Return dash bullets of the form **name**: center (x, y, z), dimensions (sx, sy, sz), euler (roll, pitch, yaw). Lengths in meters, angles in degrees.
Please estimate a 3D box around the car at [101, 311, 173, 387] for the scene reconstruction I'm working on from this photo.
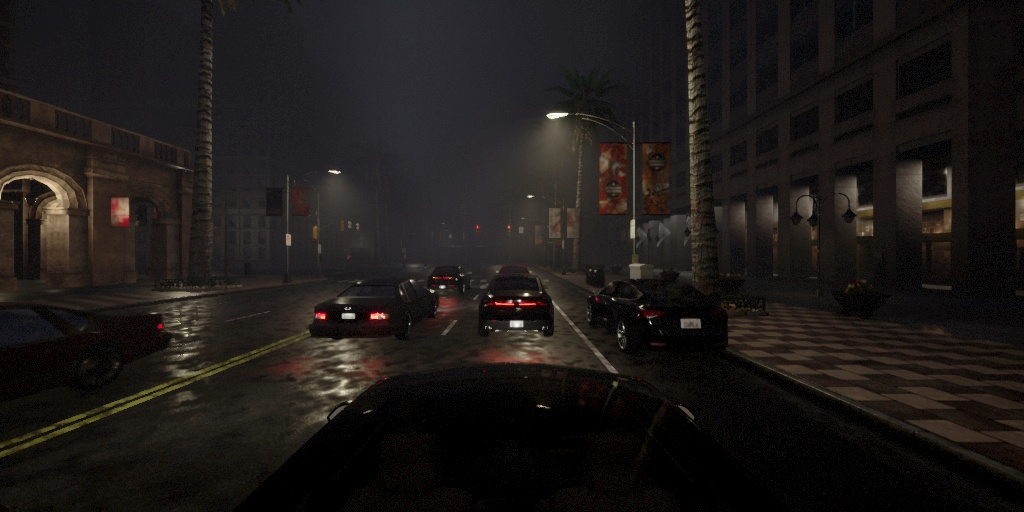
- **car**: center (-7.098, 1.297, 4.079), dimensions (2.033, 1.411, 5.357), euler (0, 0, 0)

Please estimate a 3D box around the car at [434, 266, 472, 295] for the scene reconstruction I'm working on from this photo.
- **car**: center (-3.384, 1.255, 19.855), dimensions (1.837, 1.490, 4.892), euler (0, 0, 0)

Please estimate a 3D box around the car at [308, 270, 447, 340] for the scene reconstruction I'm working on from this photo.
- **car**: center (-3.393, 1.297, 9.966), dimensions (2.033, 1.411, 5.357), euler (0, 0, 0)

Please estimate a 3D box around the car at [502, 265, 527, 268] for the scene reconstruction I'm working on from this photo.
- **car**: center (0.111, 1.228, 19.796), dimensions (1.882, 1.535, 5.008), euler (0, 0, 0)

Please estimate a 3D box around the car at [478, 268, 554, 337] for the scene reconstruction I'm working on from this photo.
- **car**: center (0.097, 1.254, 10.346), dimensions (1.837, 1.490, 4.892), euler (0, 0, 0)
